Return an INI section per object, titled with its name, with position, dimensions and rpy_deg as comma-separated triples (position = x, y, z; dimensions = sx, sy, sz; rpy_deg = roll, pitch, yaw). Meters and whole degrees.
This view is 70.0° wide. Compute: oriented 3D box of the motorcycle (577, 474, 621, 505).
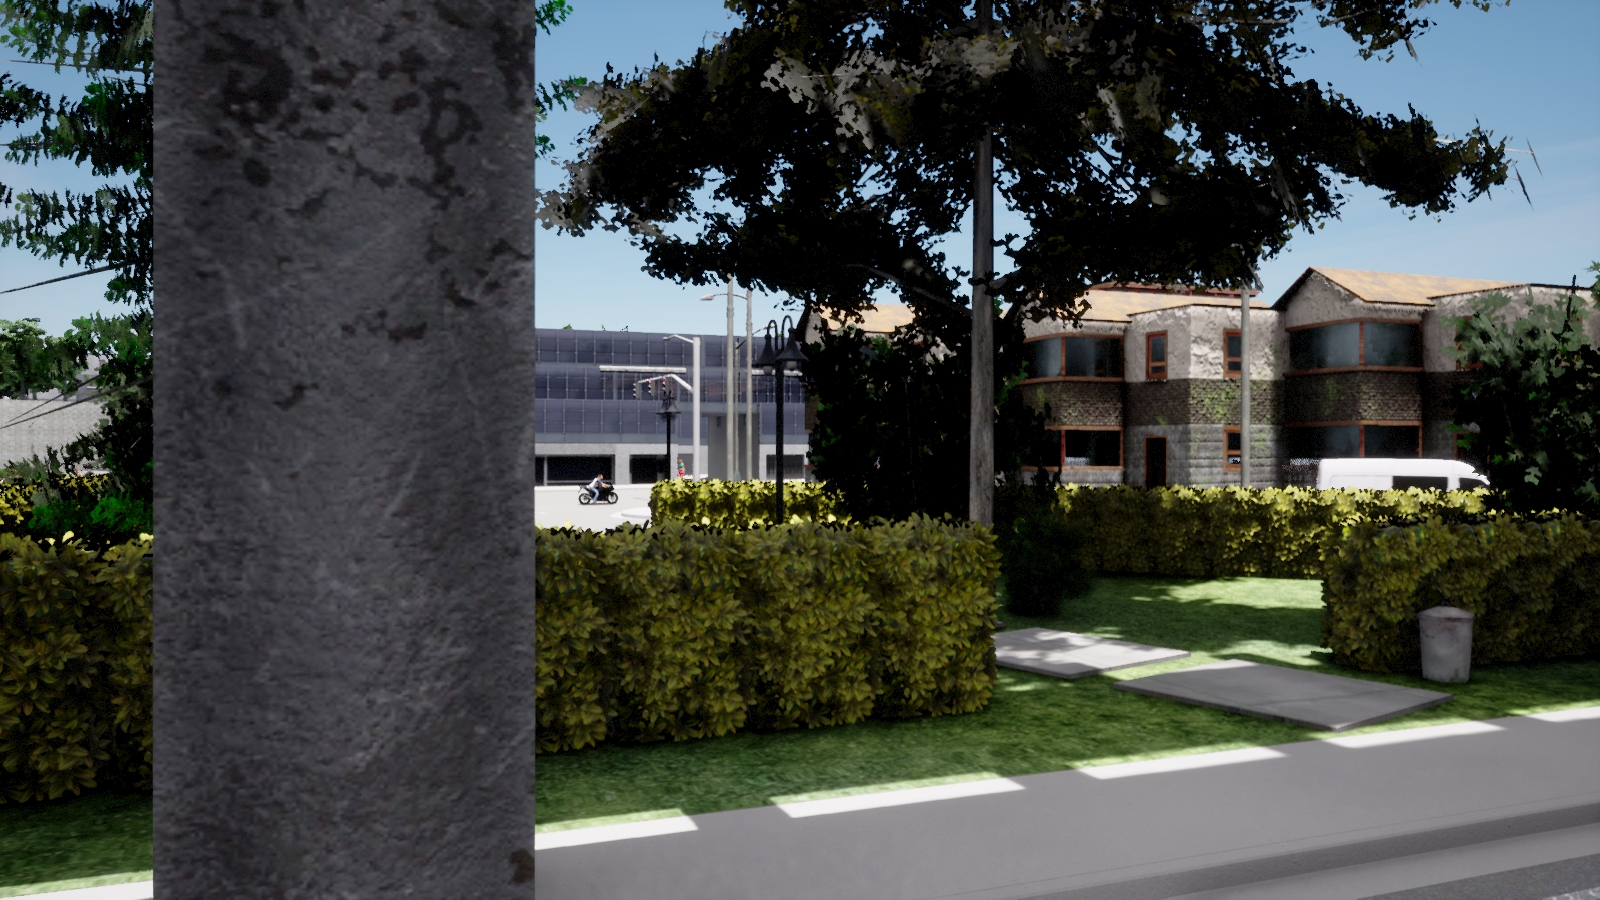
[motorcycle]
position = -10.062, 1.973, 57.097
dimensions = 2.033, 1.505, 0.803
rpy_deg = -1, 0, -21

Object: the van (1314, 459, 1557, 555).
[van]
position = 17.997, 1.543, 32.733
dimensions = 5.915, 2.561, 1.988
rpy_deg = 0, 0, 23
